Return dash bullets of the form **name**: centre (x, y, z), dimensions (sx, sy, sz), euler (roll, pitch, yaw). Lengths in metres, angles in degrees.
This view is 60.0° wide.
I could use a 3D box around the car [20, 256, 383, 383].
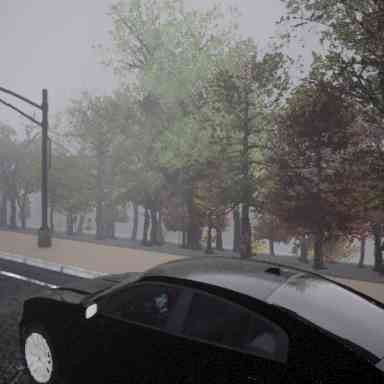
- **car**: centre (0.093, 1.476, 3.613), dimensions (5.008, 1.535, 1.882), euler (0, 0, 35)
